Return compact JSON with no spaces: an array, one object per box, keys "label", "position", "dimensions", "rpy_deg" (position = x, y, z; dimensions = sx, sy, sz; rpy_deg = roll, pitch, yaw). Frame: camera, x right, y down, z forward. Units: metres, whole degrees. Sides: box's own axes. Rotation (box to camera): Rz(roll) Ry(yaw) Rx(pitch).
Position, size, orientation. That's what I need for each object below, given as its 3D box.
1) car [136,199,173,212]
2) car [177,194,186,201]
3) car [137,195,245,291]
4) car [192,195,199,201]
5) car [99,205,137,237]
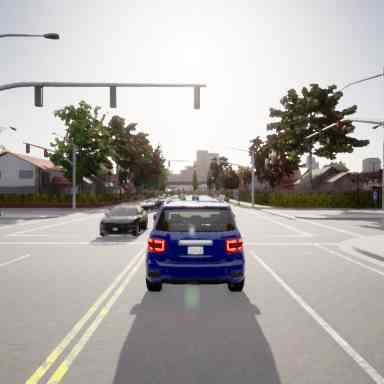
[{"label":"car","position":[-4.411,1.547,39.985],"dimensions":[2.033,1.411,5.357],"rpy_deg":[0,0,24]},{"label":"car","position":[-2.598,1.355,83.524],"dimensions":[2.097,1.767,4.553],"rpy_deg":[0,0,0]},{"label":"car","position":[0.071,1.222,9.119],"dimensions":[2.150,2.045,5.566],"rpy_deg":[0,0,0]},{"label":"car","position":[0.932,1.478,88.078],"dimensions":[1.882,1.535,5.008],"rpy_deg":[0,0,0]},{"label":"car","position":[-3.586,1.477,18.130],"dimensions":[1.882,1.535,5.008],"rpy_deg":[0,0,0]}]
